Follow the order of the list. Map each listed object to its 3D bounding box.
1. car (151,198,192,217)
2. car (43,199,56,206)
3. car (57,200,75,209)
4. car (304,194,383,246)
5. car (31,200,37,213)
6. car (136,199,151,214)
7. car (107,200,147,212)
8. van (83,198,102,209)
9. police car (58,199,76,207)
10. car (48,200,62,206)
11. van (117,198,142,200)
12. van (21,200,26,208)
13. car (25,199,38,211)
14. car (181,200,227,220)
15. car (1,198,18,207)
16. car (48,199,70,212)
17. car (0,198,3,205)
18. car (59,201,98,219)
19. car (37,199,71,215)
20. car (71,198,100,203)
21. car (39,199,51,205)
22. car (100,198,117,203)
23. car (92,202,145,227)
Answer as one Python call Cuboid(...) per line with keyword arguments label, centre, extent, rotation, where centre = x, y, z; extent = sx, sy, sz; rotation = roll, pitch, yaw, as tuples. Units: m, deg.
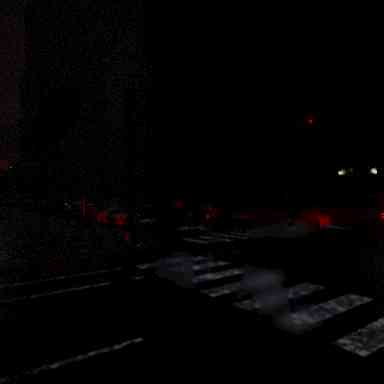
Cuboid(label="car", centre=(-1.691, 1.504, 34.114), extent=(2.192, 1.841, 5.009), rotation=(-2, 0, -35))
Cuboid(label="car", centre=(-34.129, 2.499, 79.644), extent=(1.947, 1.339, 4.313), rotation=(-2, 0, -35))
Cuboid(label="car", centre=(-21.935, 2.171, 57.783), extent=(1.812, 1.442, 4.674), rotation=(-1, 0, -35))
Cuboid(label="car", centre=(7.377, 1.091, 14.826), extent=(2.150, 2.045, 5.566), rotation=(1, 0, -16))
Cuboid(label="car", centre=(-19.862, 2.110, 44.925), extent=(1.887, 1.381, 4.507), rotation=(-2, 0, -35))
Cuboid(label="car", centre=(-4.630, 1.840, 38.262), extent=(1.802, 1.307, 4.206), rotation=(-2, 0, -35))
Cuboid(label="car", centre=(-6.387, 1.770, 30.618), extent=(1.837, 1.490, 4.892), rotation=(-1, 0, -35))
Cuboid(label="van", centre=(-16.424, 1.874, 54.847), extent=(1.690, 1.788, 3.998), rotation=(-2, 0, -35))
Cuboid(label="police car", centre=(-24.824, 2.149, 65.913), extent=(1.930, 1.638, 5.238), rotation=(-1, 0, -35))
Cuboid(label="car", centre=(-31.109, 2.433, 75.407), extent=(1.947, 1.339, 4.313), rotation=(-2, 0, -35))
Cuboid(label="van", centre=(-7.584, 1.669, 42.407), extent=(1.690, 1.788, 3.998), rotation=(-2, 0, -35))
Cuboid(label="van", centre=(-25.537, 2.037, 52.882), extent=(1.690, 1.788, 3.998), rotation=(-2, 0, -35))
Cuboid(label="car", centre=(-22.699, 2.071, 48.903), extent=(1.967, 1.590, 4.097), rotation=(-2, 0, -35))
Cuboid(label="car", centre=(1.263, 1.664, 29.968), extent=(1.887, 1.381, 4.507), rotation=(-2, 0, -35))
Cuboid(label="car", centre=(-40.666, 2.582, 74.127), extent=(1.887, 1.381, 4.507), rotation=(-2, 0, -35))
Cuboid(label="car", centre=(-19.997, 1.935, 49.846), extent=(2.097, 1.767, 4.553), rotation=(-1, 0, -35))
Cuboid(label="car", centre=(-43.784, 2.687, 78.506), extent=(1.802, 1.307, 4.206), rotation=(-2, 0, -35))
Cuboid(label="car", centre=(-11.356, 1.917, 32.987), extent=(2.008, 1.369, 4.403), rotation=(-2, 0, -35))
Cuboid(label="car", centre=(-17.033, 1.814, 40.945), extent=(2.192, 1.841, 5.009), rotation=(-2, 0, -35))
Cuboid(label="car", centre=(-15.883, 1.997, 49.359), extent=(2.128, 1.511, 4.902), rotation=(-1, 0, -35))
Cuboid(label="car", centre=(-37.147, 2.549, 83.881), extent=(2.008, 1.369, 4.403), rotation=(-2, 0, -35))
Cuboid(label="car", centre=(-10.531, 1.712, 46.554), extent=(2.192, 1.841, 5.009), rotation=(-2, 0, -35))
Cuboid(label="car", centre=(-5.589, 1.756, 24.890), extent=(1.752, 1.417, 4.829), rotation=(-2, 0, -35))
